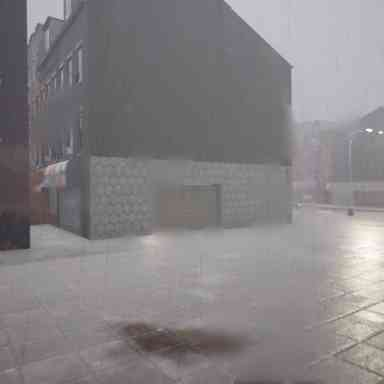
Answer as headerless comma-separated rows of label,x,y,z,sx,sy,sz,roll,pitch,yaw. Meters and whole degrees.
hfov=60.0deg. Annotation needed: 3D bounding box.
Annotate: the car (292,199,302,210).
car,10.258,1.240,38.044,2.128,1.511,4.902,-1,1,-35
